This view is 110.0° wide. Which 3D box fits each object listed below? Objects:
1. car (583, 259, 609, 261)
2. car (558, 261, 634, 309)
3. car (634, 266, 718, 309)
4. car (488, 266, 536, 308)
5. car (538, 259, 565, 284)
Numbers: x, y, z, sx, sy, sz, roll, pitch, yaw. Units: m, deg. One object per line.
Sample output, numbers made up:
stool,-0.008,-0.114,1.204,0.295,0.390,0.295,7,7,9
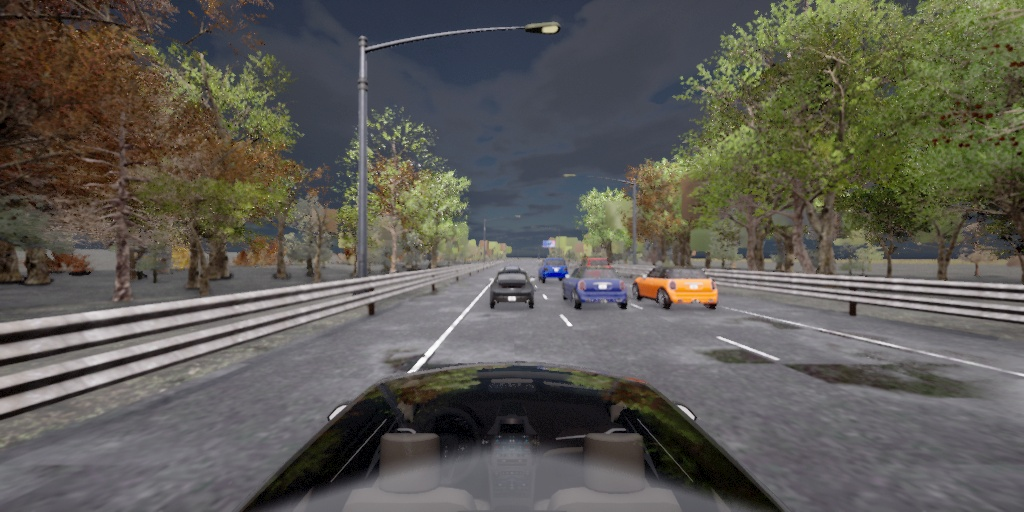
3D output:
car,6.993,1.235,30.871,2.150,2.045,5.566,0,0,0
car,3.499,1.233,15.938,2.097,1.767,4.553,0,-1,0
car,7.000,1.233,15.928,2.097,1.767,4.553,0,-1,0
car,0.001,1.392,16.160,1.837,1.490,4.892,0,0,0
car,3.494,1.235,30.877,2.150,2.045,5.566,0,0,0
